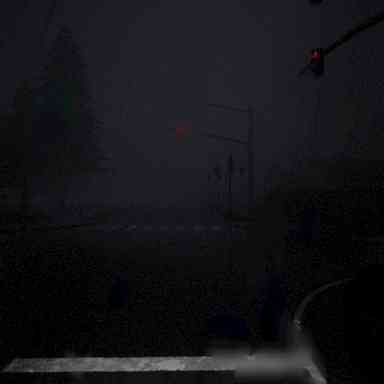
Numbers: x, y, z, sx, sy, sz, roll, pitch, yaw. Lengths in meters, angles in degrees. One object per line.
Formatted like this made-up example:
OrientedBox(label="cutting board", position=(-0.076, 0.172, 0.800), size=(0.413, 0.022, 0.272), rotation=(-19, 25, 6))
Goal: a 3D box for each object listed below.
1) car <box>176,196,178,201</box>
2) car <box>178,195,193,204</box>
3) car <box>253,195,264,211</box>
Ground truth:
OrientedBox(label="car", position=(-2.161, 1.326, 71.021), size=(1.812, 1.442, 4.674), rotation=(0, 0, -13))
OrientedBox(label="car", position=(-0.873, 1.517, 60.836), size=(2.033, 1.411, 5.357), rotation=(0, 0, -7))
OrientedBox(label="car", position=(8.887, 1.144, 36.211), size=(4.605, 1.855, 1.932), rotation=(0, 0, -1))
